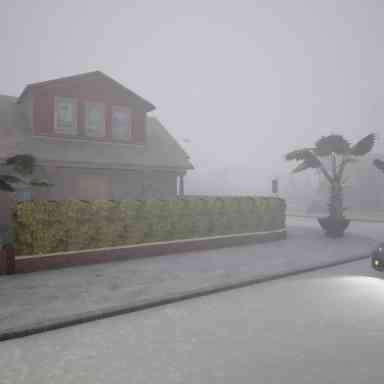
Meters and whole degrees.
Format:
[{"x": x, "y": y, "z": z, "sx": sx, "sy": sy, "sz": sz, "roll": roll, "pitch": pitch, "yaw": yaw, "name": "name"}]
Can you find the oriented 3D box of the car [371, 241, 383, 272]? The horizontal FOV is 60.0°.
[{"x": 6.883, "y": 1.562, "z": 9.433, "sx": 4.181, "sy": 1.385, "sz": 1.994, "roll": 0, "pitch": 0, "yaw": -38, "name": "car"}]
